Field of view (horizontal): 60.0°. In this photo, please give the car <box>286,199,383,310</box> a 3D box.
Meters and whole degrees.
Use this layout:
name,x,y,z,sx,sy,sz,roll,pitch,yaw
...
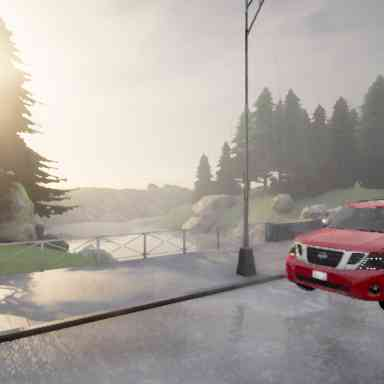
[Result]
name,x,y,z,sx,sy,sz,roll,pitch,yaw
car,4.673,1.219,7.909,5.566,2.045,2.150,0,0,-35
